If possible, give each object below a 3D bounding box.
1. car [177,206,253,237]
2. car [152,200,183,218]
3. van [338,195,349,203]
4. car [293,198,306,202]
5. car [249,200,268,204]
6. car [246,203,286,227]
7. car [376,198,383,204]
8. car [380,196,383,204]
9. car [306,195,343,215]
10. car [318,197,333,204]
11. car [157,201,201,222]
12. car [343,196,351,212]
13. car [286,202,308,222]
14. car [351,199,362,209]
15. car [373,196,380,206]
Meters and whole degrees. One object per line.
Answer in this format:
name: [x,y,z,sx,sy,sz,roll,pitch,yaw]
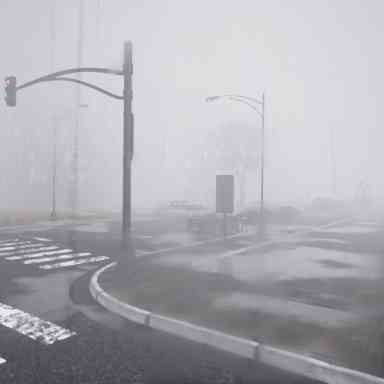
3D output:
car: [1.435,1.696,19.088,2.008,1.369,4.403,1,0,36]
car: [-1.651,1.480,29.474,1.967,1.590,4.097,1,0,36]
van: [37.901,1.705,83.072,1.690,1.788,3.998,1,0,36]
car: [18.074,1.726,56.098,1.752,1.417,4.829,1,0,36]
car: [7.478,1.664,37.284,1.812,1.442,4.674,1,0,36]
car: [4.681,1.736,23.505,1.947,1.339,4.313,1,0,36]
car: [44.652,2.047,78.111,2.008,1.369,4.403,1,0,36]
car: [41.368,1.783,73.638,2.192,1.841,5.009,1,0,36]
car: [15.138,1.569,37.806,2.192,1.841,5.009,1,0,36]
car: [28.037,1.848,69.653,1.947,1.339,4.313,1,0,36]
car: [-0.329,1.677,26.679,1.895,1.301,4.718,1,0,36]
car: [18.397,1.720,42.299,1.967,1.590,4.097,1,0,36]
car: [7.926,1.778,27.921,1.802,1.307,4.206,1,0,36]
car: [24.929,1.773,51.273,1.967,1.590,4.097,1,0,36]
car: [34.891,1.940,64.829,1.752,1.417,4.829,1,0,36]
